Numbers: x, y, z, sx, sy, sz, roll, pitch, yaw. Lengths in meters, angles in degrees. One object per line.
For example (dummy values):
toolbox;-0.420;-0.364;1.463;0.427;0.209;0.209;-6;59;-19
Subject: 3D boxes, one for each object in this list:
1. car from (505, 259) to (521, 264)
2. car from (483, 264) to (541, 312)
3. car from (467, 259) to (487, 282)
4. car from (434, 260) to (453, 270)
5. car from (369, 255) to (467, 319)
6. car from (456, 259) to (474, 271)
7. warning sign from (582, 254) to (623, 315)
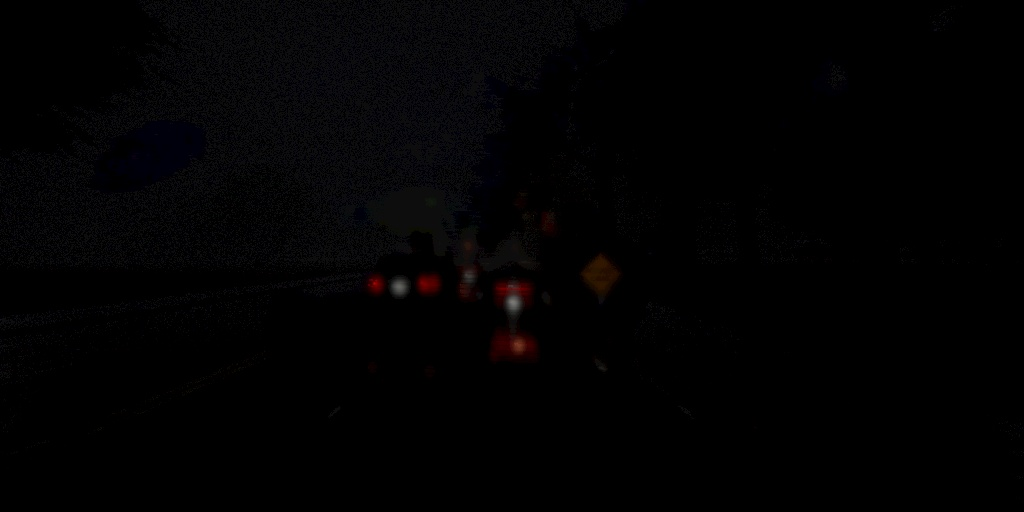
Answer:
car;0.067;1.245;29.093;1.837;1.490;4.892;0;1;0
car;0.070;1.248;14.024;1.837;1.490;4.892;0;0;0
car;-3.182;1.245;29.143;1.837;1.490;4.892;0;0;0
car;-9.833;1.296;51.912;1.994;1.385;4.181;0;0;0
car;-3.187;0.967;12.909;2.150;2.045;5.566;0;0;0
car;-6.590;1.210;50.668;1.882;1.535;5.008;0;0;0
warning sign;2.848;0.859;11.338;1.300;1.860;1.060;0;0;0
